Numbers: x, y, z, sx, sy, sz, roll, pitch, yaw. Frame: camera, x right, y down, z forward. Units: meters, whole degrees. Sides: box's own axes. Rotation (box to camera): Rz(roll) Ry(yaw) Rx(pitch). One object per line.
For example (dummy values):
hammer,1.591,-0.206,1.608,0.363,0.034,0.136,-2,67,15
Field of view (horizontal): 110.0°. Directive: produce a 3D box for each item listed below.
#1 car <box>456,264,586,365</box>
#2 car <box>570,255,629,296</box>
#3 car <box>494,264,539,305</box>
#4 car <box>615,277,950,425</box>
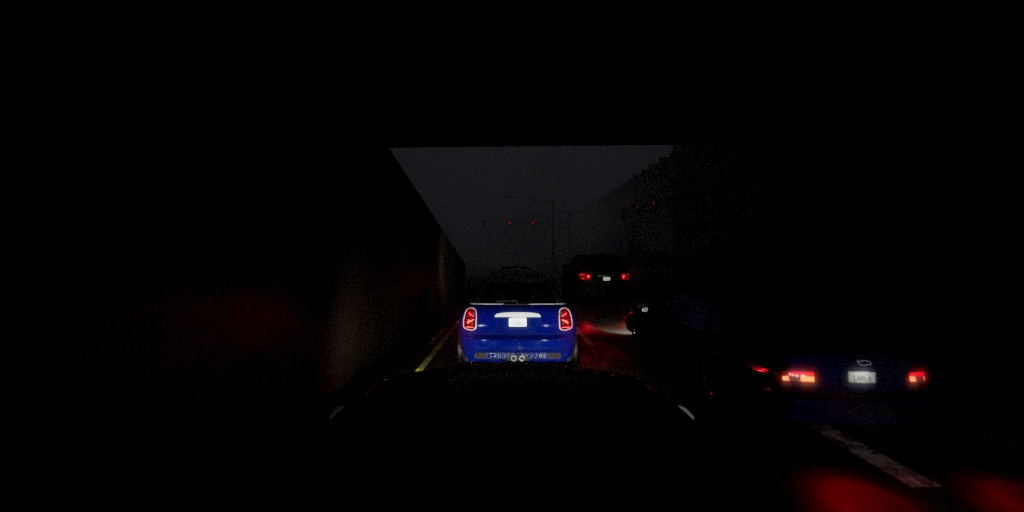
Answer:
car,0.107,1.102,7.968,2.097,1.767,4.553,0,0,0
car,3.644,0.971,16.444,2.150,2.045,5.566,0,0,0
car,0.131,1.228,17.251,1.882,1.535,5.008,0,0,-1
car,3.610,1.297,6.197,2.033,1.411,5.357,0,0,0
